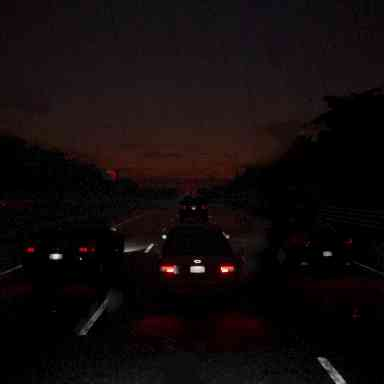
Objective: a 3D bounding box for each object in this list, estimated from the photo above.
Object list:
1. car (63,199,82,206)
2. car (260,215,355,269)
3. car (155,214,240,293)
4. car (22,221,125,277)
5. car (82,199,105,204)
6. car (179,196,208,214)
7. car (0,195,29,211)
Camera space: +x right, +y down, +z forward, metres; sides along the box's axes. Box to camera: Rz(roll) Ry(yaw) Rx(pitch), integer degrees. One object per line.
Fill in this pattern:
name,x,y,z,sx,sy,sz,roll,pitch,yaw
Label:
car,-17.456,1.791,49.362,1.837,1.490,4.892,0,-1,0
car,3.610,1.502,11.309,1.882,1.535,5.008,0,0,0
car,0.109,1.563,8.992,2.033,1.411,5.357,0,0,0
car,-3.389,1.584,10.283,1.994,1.385,4.181,0,0,0
car,-13.967,1.750,48.508,1.882,1.535,5.008,0,-1,0
car,0.128,1.341,27.625,2.150,2.045,5.566,0,0,0
car,-21.049,1.406,38.392,2.150,2.045,5.566,0,0,0
